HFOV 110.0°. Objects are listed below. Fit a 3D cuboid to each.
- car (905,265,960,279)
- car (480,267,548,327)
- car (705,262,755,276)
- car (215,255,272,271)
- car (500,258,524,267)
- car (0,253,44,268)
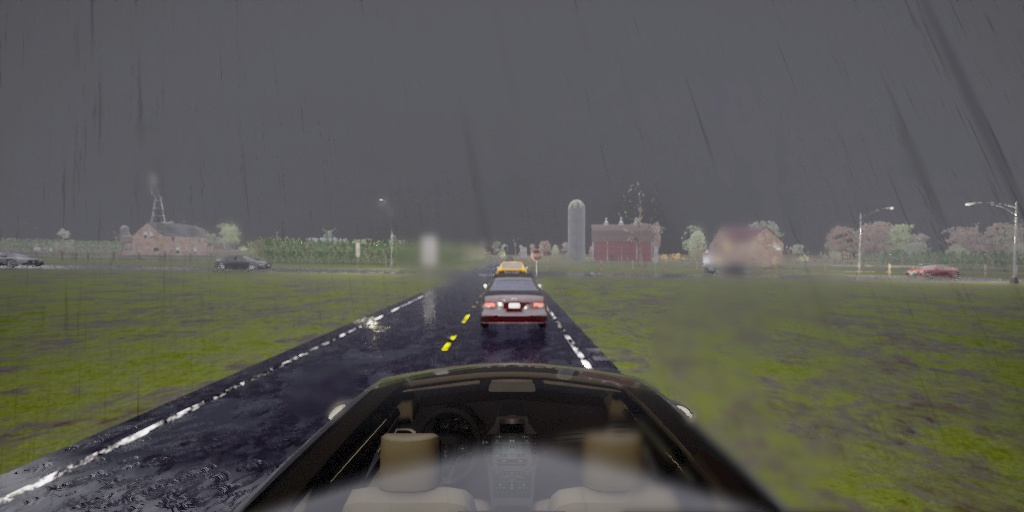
[{"bbox_3d":[45.774,1.682,38.996,4.674,1.442,1.812,1,1,0],"label":"car"},{"bbox_3d":[0.042,1.234,11.195,2.033,1.411,5.357,0,0,0],"label":"car"},{"bbox_3d":[23.598,1.363,38.858,4.892,1.490,1.837,1,1,-1],"label":"car"},{"bbox_3d":[-26.487,0.689,35.444,4.892,1.490,1.837,1,1,-1],"label":"car"},{"bbox_3d":[0.016,1.090,22.853,1.882,1.535,5.008,0,0,1],"label":"car"},{"bbox_3d":[-49.085,0.400,35.301,4.181,1.385,1.994,1,1,0],"label":"car"}]
